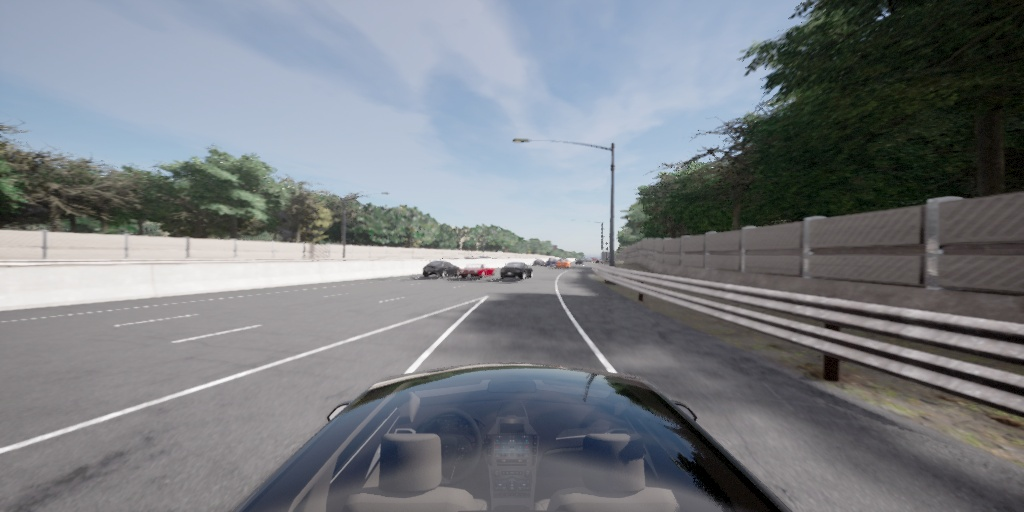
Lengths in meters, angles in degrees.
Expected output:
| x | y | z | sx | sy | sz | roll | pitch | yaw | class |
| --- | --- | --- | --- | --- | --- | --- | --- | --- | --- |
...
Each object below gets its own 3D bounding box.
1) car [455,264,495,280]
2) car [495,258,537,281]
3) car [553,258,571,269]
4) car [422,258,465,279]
| x | y | z | sx | sy | sz | roll | pitch | yaw | class |
| --- | --- | --- | --- | --- | --- | --- | --- | --- | --- |
| -2.905 | 1.317 | 31.363 | 1.895 | 1.301 | 4.718 | 1 | 0 | 15 | car |
| 0.467 | 1.231 | 30.421 | 1.882 | 1.535 | 5.008 | 1 | 0 | 15 | car |
| 8.806 | 1.195 | 60.832 | 2.097 | 1.767 | 4.553 | 1 | 0 | 15 | car |
| -6.286 | 1.184 | 32.261 | 1.837 | 1.490 | 4.892 | 1 | 0 | 15 | car |
